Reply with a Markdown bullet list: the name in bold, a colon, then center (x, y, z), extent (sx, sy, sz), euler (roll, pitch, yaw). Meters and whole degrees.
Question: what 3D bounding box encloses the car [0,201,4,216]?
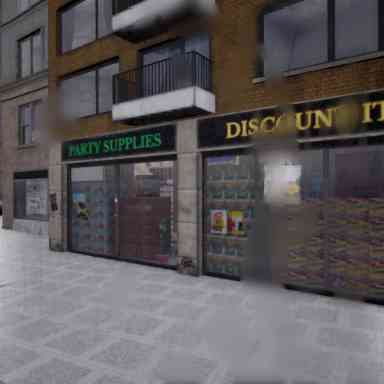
- **car**: center (-16.711, 1.352, 26.748), extent (1.882, 1.535, 5.008), euler (0, 0, 35)
